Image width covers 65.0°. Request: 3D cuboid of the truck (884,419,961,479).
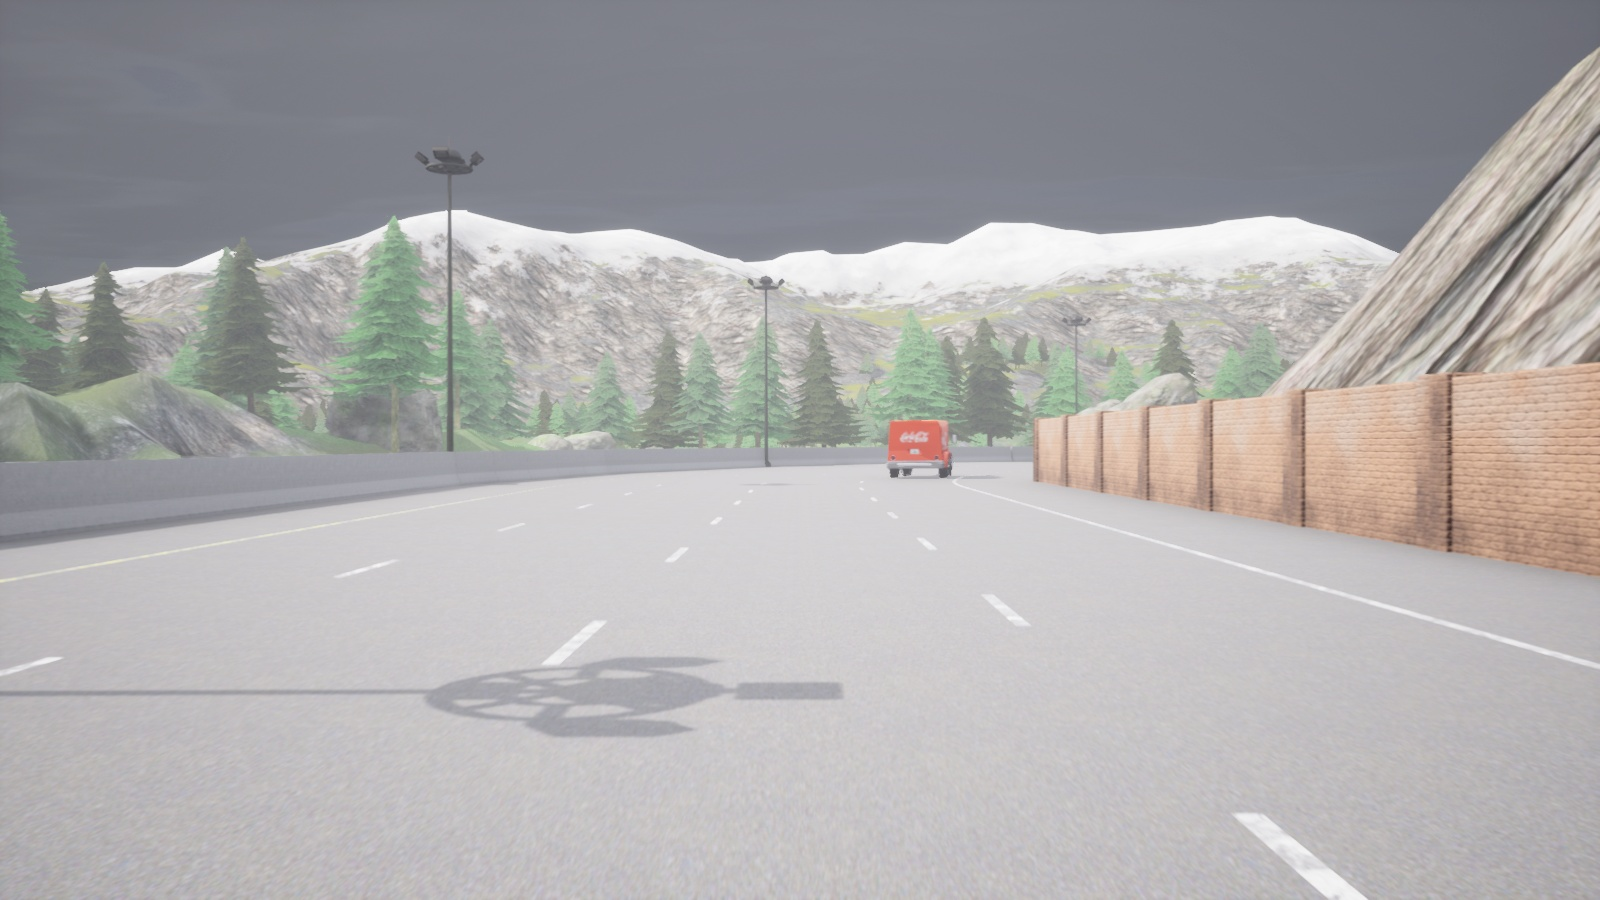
[{"bbox_3d":[5.436,-0.046,55.058,2.627,2.467,5.204,0,0,13],"label":"truck"}]
